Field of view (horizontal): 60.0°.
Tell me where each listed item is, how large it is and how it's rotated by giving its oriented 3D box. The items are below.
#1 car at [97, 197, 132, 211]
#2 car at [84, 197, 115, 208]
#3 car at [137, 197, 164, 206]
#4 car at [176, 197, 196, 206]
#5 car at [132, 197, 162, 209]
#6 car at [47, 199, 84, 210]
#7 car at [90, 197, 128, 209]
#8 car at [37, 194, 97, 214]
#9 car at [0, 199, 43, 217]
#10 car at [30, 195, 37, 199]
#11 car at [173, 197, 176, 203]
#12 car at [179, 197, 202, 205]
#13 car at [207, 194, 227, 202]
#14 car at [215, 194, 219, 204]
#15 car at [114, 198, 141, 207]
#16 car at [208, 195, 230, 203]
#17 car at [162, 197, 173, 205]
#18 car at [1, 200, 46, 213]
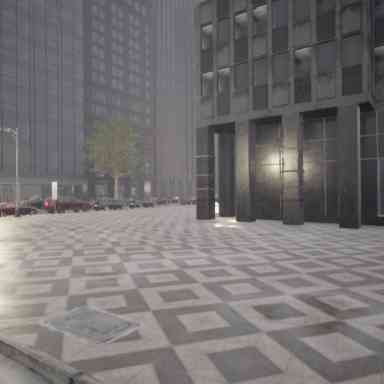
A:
[{"bbox_3d":[-9.658,1.525,39.181,1.947,1.339,4.313,-1,0,35],"label":"car"},{"bbox_3d":[-13.455,1.484,48.673,1.967,1.590,4.097,-1,0,35],"label":"car"},{"bbox_3d":[-7.130,1.544,57.806,1.752,1.417,4.829,-1,0,35],"label":"car"},{"bbox_3d":[-0.029,1.462,53.088,1.887,1.381,4.507,-1,0,35],"label":"car"},{"bbox_3d":[-6.448,1.509,43.816,1.947,1.339,4.313,-1,0,35],"label":"car"},{"bbox_3d":[-16.664,1.642,44.037,1.802,1.307,4.206,-1,0,35],"label":"car"},{"bbox_3d":[-11.551,1.505,46.565,2.128,1.511,4.902,-1,0,35],"label":"car"},{"bbox_3d":[-12.870,1.290,34.546,2.192,1.841,5.009,-1,0,35],"label":"car"},{"bbox_3d":[-16.078,1.577,29.909,1.802,1.307,4.206,-1,0,35],"label":"car"},{"bbox_3d":[-17.272,1.264,38.331,2.150,2.045,5.566,-1,0,35],"label":"car"},{"bbox_3d":[-3.822,1.574,62.583,1.947,1.339,4.313,-1,0,35],"label":"car"},{"bbox_3d":[-0.218,1.506,57.319,1.994,1.385,4.181,-1,0,34],"label":"car"},{"bbox_3d":[5.808,1.296,76.493,2.192,1.841,5.009,-1,0,35],"label":"car"},{"bbox_3d":[3.180,1.222,57.725,2.192,1.841,5.009,-1,0,35],"label":"car"},{"bbox_3d":[-10.243,1.613,53.310,1.802,1.307,4.206,-1,0,35],"label":"car"},{"bbox_3d":[5.461,1.416,65.535,2.128,1.511,4.902,-1,0,35],"label":"car"},{"bbox_3d":[-5.699,1.590,54.947,1.895,1.301,4.718,-1,0,35],"label":"car"},{"bbox_3d":[-19.874,1.643,39.401,1.947,1.339,4.313,-1,0,35],"label":"car"}]
